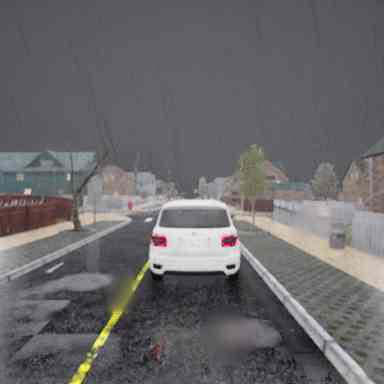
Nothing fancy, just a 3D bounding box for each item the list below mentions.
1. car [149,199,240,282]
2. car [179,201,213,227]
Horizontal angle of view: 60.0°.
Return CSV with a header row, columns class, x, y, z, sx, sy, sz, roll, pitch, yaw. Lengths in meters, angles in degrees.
class,x,y,z,sx,sy,sz,roll,pitch,yaw
car,0.097,1.223,9.864,2.150,2.045,5.566,0,0,1
car,0.386,1.499,24.164,2.128,1.511,4.902,0,0,5
